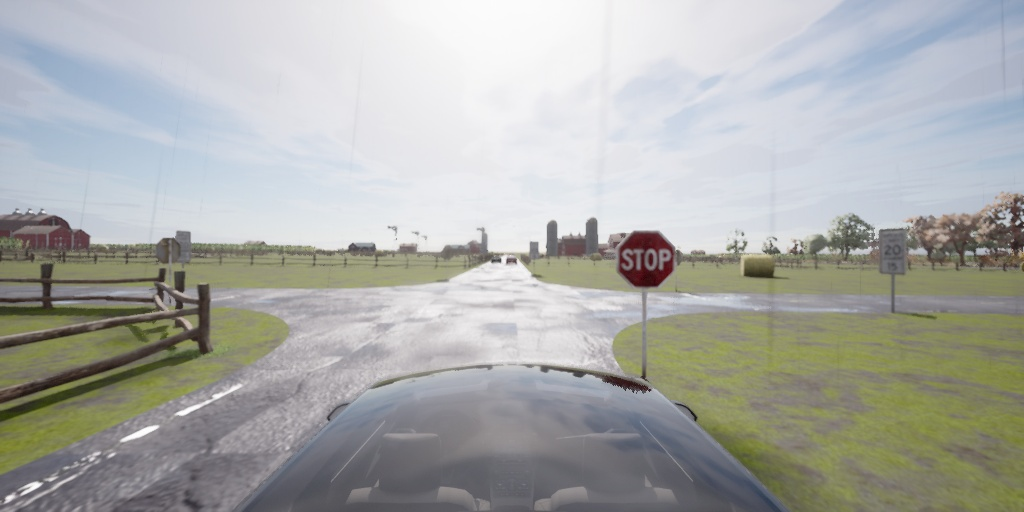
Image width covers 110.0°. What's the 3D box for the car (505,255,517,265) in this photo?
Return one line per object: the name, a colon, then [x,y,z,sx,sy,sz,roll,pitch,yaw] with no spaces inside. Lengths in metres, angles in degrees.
car: [-0.089,0.640,60.586,1.882,1.535,5.008,0,1,0]
